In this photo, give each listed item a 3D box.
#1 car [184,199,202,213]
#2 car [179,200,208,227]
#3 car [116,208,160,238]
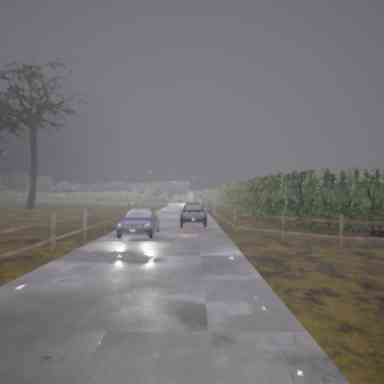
[{"bbox_3d":[0.093,1.726,42.176,2.128,1.511,4.902,0,0,0],"label":"car"},{"bbox_3d":[0.096,1.595,23.924,2.128,1.511,4.902,0,0,0],"label":"car"},{"bbox_3d":[-2.818,1.603,18.194,1.812,1.442,4.674,0,0,1],"label":"car"}]
